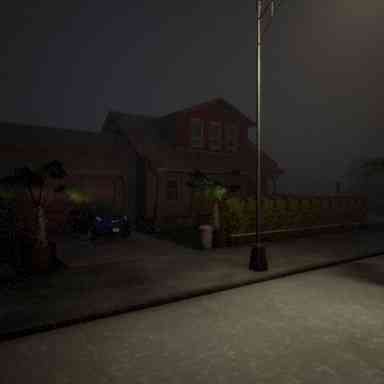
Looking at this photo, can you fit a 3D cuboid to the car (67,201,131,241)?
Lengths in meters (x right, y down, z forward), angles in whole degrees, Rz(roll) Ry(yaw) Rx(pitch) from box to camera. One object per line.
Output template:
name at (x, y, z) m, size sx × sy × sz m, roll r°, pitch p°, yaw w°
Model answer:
car at (-4.112, 1.174, 14.537) m, size 1.845 × 1.501 × 3.633 m, roll 0°, pitch 0°, yaw -38°
